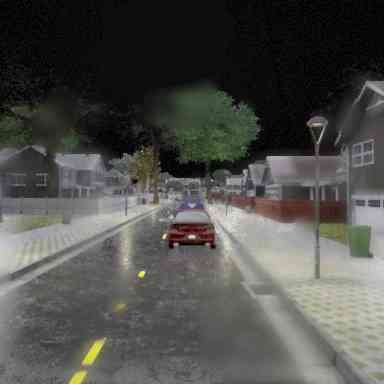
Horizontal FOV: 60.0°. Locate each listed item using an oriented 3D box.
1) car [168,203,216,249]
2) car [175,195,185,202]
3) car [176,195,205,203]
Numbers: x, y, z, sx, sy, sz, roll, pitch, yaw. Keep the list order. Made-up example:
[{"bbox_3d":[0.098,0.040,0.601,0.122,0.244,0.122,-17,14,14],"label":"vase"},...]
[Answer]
[{"bbox_3d":[0.000,1.484,14.618,1.882,1.535,5.008,0,0,0],"label":"car"},{"bbox_3d":[-2.749,1.460,75.935,2.128,1.511,4.902,0,0,0],"label":"car"},{"bbox_3d":[0.000,1.256,29.649,2.150,2.045,5.566,0,0,0],"label":"car"}]
